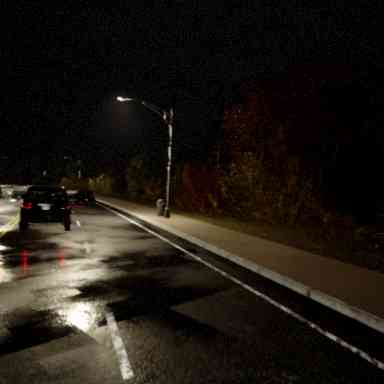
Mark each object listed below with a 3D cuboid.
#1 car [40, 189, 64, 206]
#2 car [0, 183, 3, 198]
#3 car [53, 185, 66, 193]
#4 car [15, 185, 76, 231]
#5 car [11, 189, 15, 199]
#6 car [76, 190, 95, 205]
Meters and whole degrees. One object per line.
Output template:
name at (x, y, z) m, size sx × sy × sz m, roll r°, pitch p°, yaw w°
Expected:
car at (-14.210, 0.514, 33.832) m, size 2.033 × 1.411 × 5.357 m, roll 2°, pitch 1°, yaw -23°
car at (-23.773, -0.310, 39.185) m, size 2.150 × 2.045 × 5.566 m, roll 2°, pitch 1°, yaw -23°
car at (-29.046, -0.644, 72.951) m, size 2.033 × 1.411 × 5.357 m, roll 2°, pitch 1°, yaw -28°
car at (-7.226, 0.700, 16.728) m, size 2.150 × 2.045 × 5.566 m, roll 2°, pitch 1°, yaw -21°
car at (-20.892, 0.129, 40.688) m, size 2.033 × 1.411 × 5.357 m, roll 2°, pitch 1°, yaw -23°
car at (-11.695, 0.530, 36.210) m, size 1.882 × 1.535 × 5.008 m, roll 2°, pitch 1°, yaw -23°
